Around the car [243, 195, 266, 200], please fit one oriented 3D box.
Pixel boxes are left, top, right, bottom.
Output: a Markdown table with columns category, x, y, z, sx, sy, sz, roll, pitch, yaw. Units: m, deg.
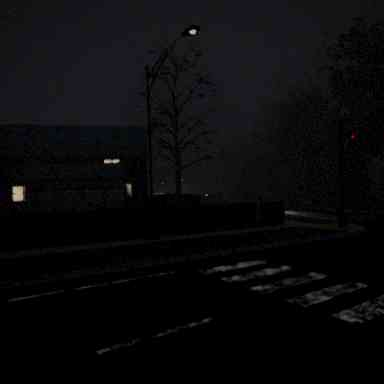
| category | x | y | z | sx | sy | sz | roll | pitch | yaw |
| --- | --- | --- | --- | --- | --- | --- | --- | --- | --- |
| car | 7.142 | 1.098 | 38.191 | 2.128 | 1.511 | 4.902 | -2 | 1 | -15 |

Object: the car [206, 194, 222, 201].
| category | x | y | z | sx | sy | sz | roll | pitch | yaw |
| --- | --- | --- | --- | --- | --- | --- | --- | --- | --- |
| car | 3.160 | 0.986 | 53.293 | 2.033 | 1.411 | 5.357 | -2 | 1 | -15 |
